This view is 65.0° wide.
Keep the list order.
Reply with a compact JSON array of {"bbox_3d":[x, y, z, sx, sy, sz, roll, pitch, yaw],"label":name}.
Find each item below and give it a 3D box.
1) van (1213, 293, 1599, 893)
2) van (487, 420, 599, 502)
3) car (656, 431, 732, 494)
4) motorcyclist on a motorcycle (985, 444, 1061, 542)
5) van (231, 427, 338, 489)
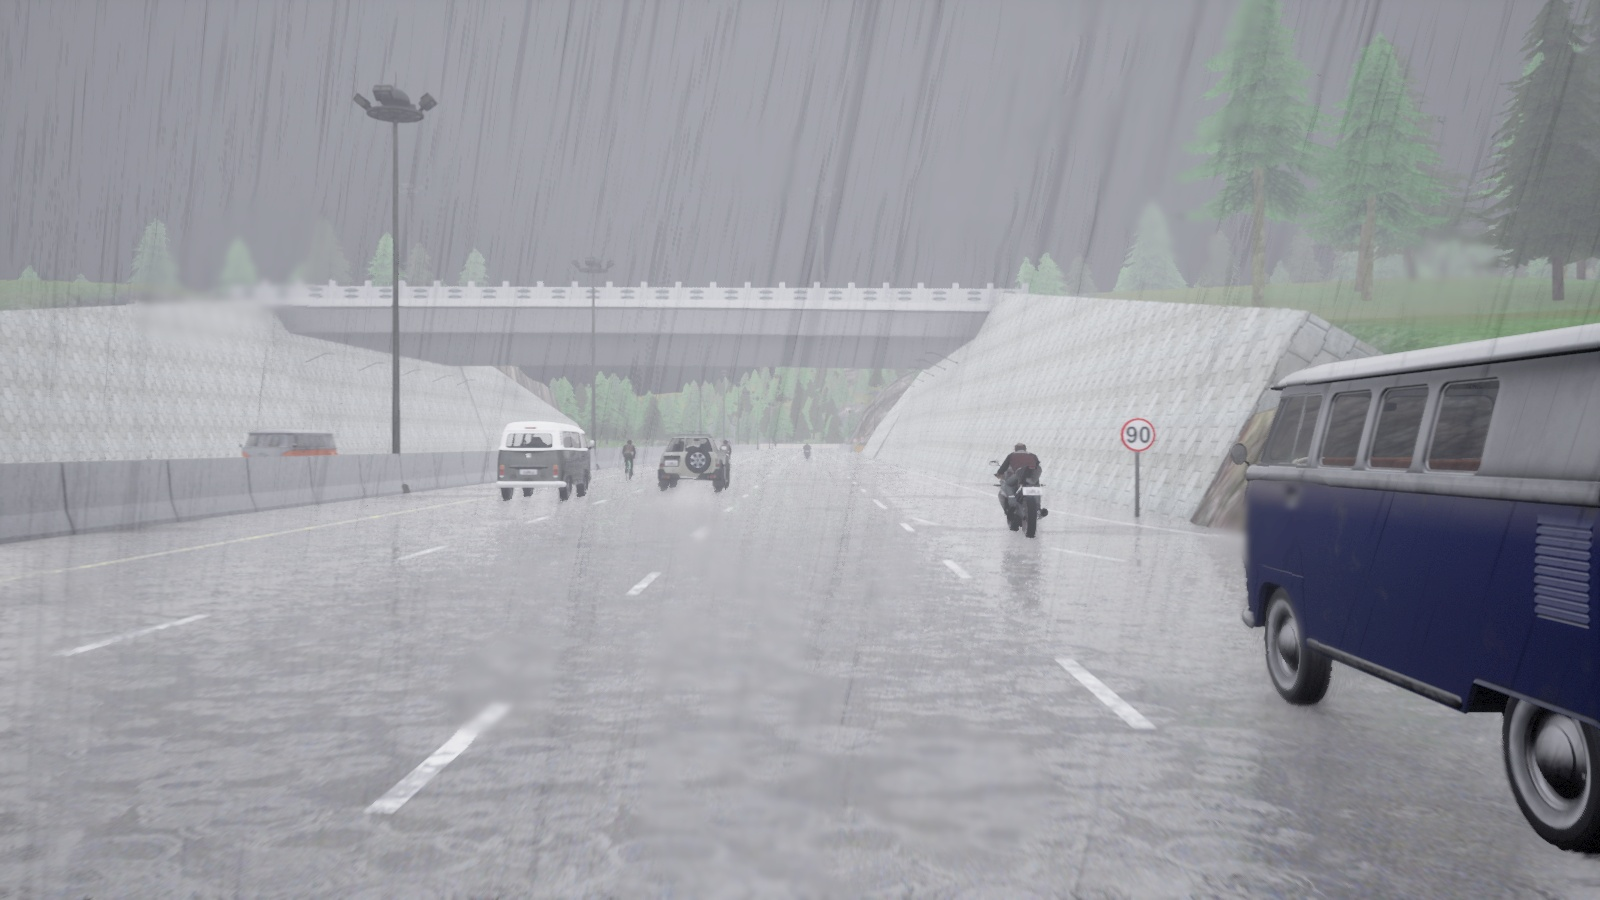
[{"bbox_3d":[3.549,0.468,5.904,1.775,1.987,4.442,0,0,0],"label":"van"},{"bbox_3d":[-6.793,0.273,33.693,2.069,2.038,4.480,0,0,0],"label":"van"},{"bbox_3d":[-3.261,0.339,39.457,1.932,1.855,4.605,0,1,1],"label":"car"},{"bbox_3d":[3.633,0.668,20.651,0.866,1.530,2.191,0,0,0],"label":"motorcyclist on a motorcycle"},{"bbox_3d":[-17.244,0.247,42.240,1.775,1.987,4.442,0,0,0],"label":"van"}]
